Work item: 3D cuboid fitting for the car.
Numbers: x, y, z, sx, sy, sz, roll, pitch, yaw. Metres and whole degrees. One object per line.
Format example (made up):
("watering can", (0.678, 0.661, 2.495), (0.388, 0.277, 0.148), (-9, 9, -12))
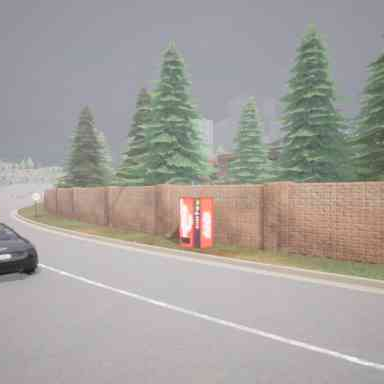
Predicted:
("car", (-6.098, 1.566, 9.517), (4.181, 1.385, 1.994), (0, 0, 43))

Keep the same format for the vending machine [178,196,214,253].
("vending machine", (0.165, 1.197, 13.029), (0.880, 2.100, 1.100), (0, 0, 42))
